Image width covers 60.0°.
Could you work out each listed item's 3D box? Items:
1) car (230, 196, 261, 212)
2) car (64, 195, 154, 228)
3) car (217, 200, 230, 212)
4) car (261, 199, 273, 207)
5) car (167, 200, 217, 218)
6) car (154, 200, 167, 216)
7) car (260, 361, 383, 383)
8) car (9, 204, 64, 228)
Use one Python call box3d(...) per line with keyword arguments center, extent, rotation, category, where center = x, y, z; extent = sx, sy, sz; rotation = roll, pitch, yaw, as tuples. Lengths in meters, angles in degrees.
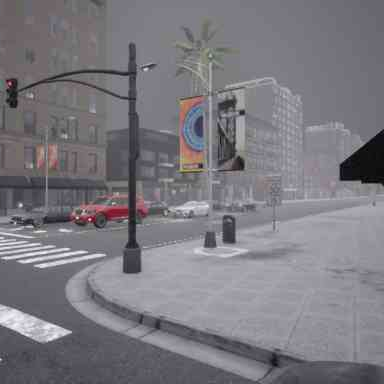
box3d(center=(5.871, 1.411, 38.939), extent=(2.097, 1.767, 4.553), rotation=(0, 0, 35), category="car")
box3d(center=(-5.497, 1.243, 22.827), extent=(2.150, 2.045, 5.566), rotation=(0, 0, 35), category="car")
box3d(center=(2.020, 1.597, 39.131), extent=(2.033, 1.411, 5.357), rotation=(0, 0, 35), category="car")
box3d(center=(11.279, 1.691, 52.102), extent=(1.895, 1.301, 4.718), rotation=(0, 0, 35), category="car")
box3d(center=(0.128, 1.564, 30.811), extent=(1.812, 1.442, 4.674), rotation=(0, 0, 35), category="car")
box3d(center=(-3.986, 1.534, 30.623), extent=(1.837, 1.490, 4.892), rotation=(0, 0, 35), category="car")
box3d(center=(2.169, 1.551, 1.301), extent=(4.403, 1.369, 2.008), rotation=(0, 0, 35), category="car")
box3d(center=(-9.466, 1.561, 22.847), extent=(2.033, 1.411, 5.357), rotation=(0, 0, 35), category="car")
